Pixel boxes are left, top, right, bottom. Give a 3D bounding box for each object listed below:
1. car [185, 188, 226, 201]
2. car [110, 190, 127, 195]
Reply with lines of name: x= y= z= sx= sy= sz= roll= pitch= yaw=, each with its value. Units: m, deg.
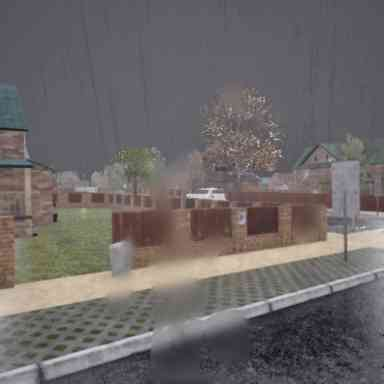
car: x=1.389 y=0.589 z=36.700 sx=2.150 sy=2.045 sz=5.566 roll=-2 pitch=2 yaw=-35
car: x=-12.812 y=0.379 z=57.382 sx=2.128 sy=1.511 sz=4.902 roll=-2 pitch=2 yaw=-34
